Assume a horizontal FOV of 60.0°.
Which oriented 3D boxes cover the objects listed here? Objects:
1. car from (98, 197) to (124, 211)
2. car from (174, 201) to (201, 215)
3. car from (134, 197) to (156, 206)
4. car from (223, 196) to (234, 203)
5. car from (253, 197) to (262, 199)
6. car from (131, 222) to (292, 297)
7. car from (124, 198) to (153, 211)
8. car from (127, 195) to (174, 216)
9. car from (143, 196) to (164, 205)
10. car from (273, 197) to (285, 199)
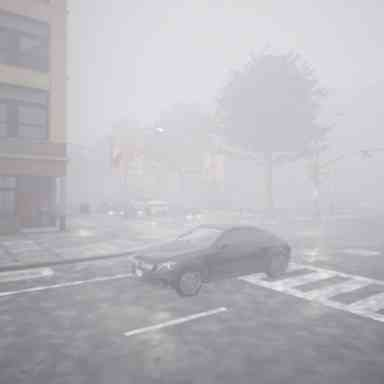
[{"bbox_3d":[-10.367,1.449,42.524,2.097,1.767,4.553,0,0,-35],"label":"car"},{"bbox_3d":[-1.292,1.666,35.845,2.033,1.411,5.357,0,0,-36],"label":"car"},{"bbox_3d":[-8.437,1.671,59.637,1.837,1.490,4.892,0,0,-36],"label":"car"},{"bbox_3d":[7.562,1.717,76.469,2.161,1.482,4.786,0,0,-36],"label":"car"},{"bbox_3d":[17.213,1.837,82.919,1.895,1.301,4.718,0,0,-36],"label":"car"},{"bbox_3d":[0.712,1.559,8.783,4.674,1.442,1.812,0,0,-36],"label":"car"},{"bbox_3d":[-7.130,1.623,44.009,1.837,1.490,4.892,0,0,-35],"label":"car"},{"bbox_3d":[-4.518,1.318,34.345,2.150,2.045,5.566,0,0,-36],"label":"car"},{"bbox_3d":[-7.572,1.665,64.594,1.882,1.535,5.008,0,0,-36],"label":"car"},{"bbox_3d":[18.040,1.649,68.987,2.002,1.452,4.674,0,0,-36],"label":"car"}]
